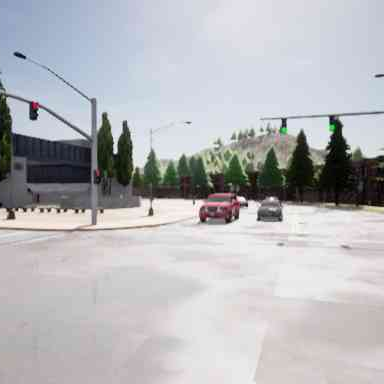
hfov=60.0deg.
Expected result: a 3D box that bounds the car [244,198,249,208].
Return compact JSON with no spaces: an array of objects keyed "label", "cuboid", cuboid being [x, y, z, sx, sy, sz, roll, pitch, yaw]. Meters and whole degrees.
[{"label":"car","cuboid":[6.526,1.404,45.586,2.033,1.411,5.357,0,0,0]}]

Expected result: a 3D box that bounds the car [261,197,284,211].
[{"label":"car","cuboid":[9.599,1.364,40.047,2.128,1.511,4.902,0,0,6]}]

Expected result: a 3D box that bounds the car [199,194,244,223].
[{"label":"car","cuboid":[2.200,1.143,25.142,2.150,2.045,5.566,0,0,18]}]

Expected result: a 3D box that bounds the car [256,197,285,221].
[{"label":"car","cuboid":[6.320,1.419,26.680,1.837,1.490,4.892,0,0,17]}]

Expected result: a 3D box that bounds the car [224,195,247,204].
[{"label":"car","cuboid":[7.744,1.359,59.826,2.033,1.411,5.357,0,0,-19]}]
